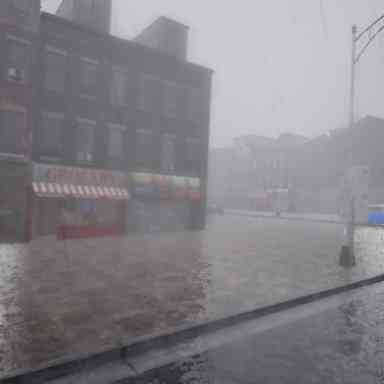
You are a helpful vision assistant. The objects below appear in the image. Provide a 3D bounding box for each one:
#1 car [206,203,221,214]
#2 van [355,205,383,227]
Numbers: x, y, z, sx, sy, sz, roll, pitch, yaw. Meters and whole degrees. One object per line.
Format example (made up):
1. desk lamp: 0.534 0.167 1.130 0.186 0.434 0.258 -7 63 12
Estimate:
1. car: 2.294 2.160 43.948 1.802 1.307 4.206 4 -2 -35
2. van: 14.971 1.907 26.129 1.690 1.788 3.998 4 -2 -35
